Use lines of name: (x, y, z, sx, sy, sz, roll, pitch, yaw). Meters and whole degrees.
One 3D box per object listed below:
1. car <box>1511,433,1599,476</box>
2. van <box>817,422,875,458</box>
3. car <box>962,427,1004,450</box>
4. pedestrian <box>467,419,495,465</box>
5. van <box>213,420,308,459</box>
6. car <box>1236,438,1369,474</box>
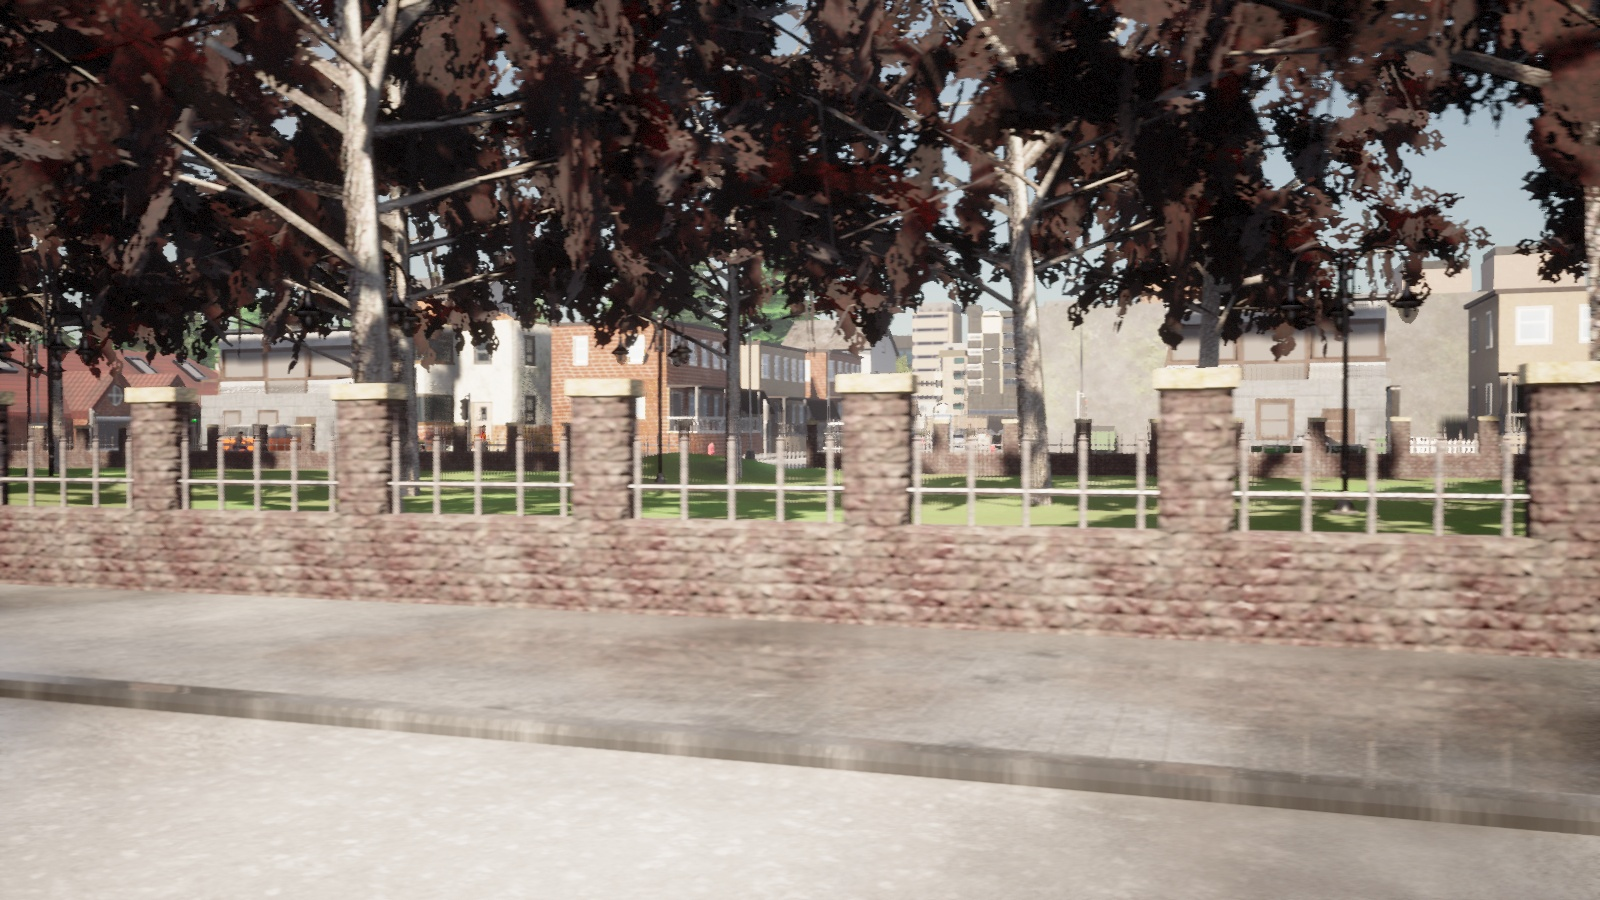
car: (29.006, 0.156, 45.937, 4.902, 1.511, 2.128, 1, 1, 19)
van: (2.748, -0.611, 73.362, 2.069, 2.038, 4.480, 1, 1, 20)
car: (13.573, -0.833, 92.971, 2.152, 1.651, 5.027, 1, 1, 19)
pedestrian: (-12.802, -0.318, 50.359, 0.899, 1.844, 0.634, 1, 1, 19)
van: (-28.006, -0.569, 65.211, 4.442, 1.987, 1.775, 1, 1, 19)
car: (19.572, 0.214, 49.126, 4.718, 1.301, 1.895, 1, 1, 19)
